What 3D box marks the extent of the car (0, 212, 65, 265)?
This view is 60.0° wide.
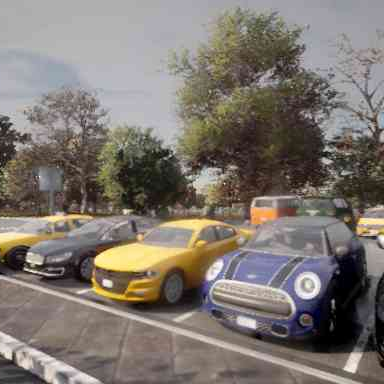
[{"bbox_3d":[-4.780,1.499,11.452,1.946,1.575,5.366,0,0,36],"label":"car"}]

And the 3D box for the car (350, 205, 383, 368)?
[{"bbox_3d":[4.337,1.227,5.137,2.435,2.045,5.566,0,0,36],"label":"car"}]

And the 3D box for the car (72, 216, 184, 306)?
[{"bbox_3d":[-0.159,1.475,8.389,2.097,1.535,5.008,0,0,36],"label":"car"}]

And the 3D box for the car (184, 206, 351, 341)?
[{"bbox_3d":[2.116,1.349,6.796,2.185,1.767,4.553,0,0,36],"label":"car"}]

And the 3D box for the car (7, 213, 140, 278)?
[{"bbox_3d":[-2.416,1.485,9.999,2.231,1.521,4.892,0,0,36],"label":"car"}]

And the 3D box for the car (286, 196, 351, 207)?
[{"bbox_3d":[7.634,1.222,18.923,2.435,2.045,5.566,0,0,36],"label":"car"}]

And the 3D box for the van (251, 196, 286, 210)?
[{"bbox_3d":[5.332,1.258,20.677,1.878,1.987,4.442,0,0,36],"label":"van"}]

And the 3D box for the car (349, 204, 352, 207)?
[{"bbox_3d":[9.764,1.471,17.141,1.946,1.575,5.366,0,0,36],"label":"car"}]
